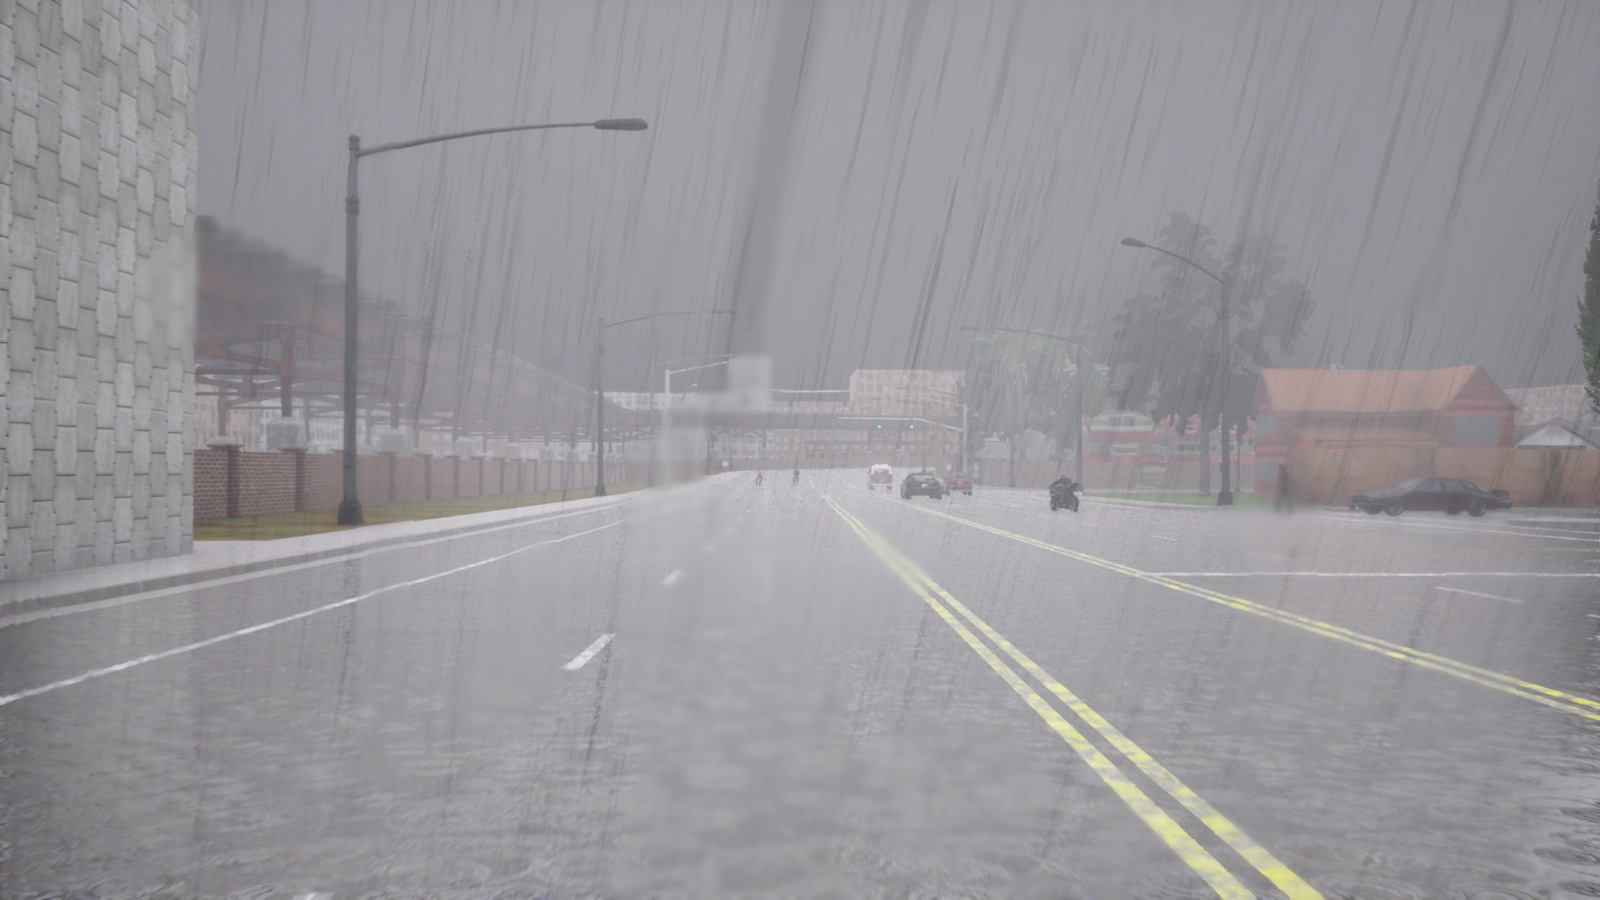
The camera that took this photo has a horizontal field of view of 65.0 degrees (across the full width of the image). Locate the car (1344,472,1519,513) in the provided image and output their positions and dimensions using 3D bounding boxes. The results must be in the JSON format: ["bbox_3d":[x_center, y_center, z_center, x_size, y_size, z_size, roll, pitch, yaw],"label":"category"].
[{"bbox_3d":[23.002,1.538,45.887,5.357,1.411,2.033,0,-1,-1],"label":"car"}]

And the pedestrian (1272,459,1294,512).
[{"bbox_3d":[17.625,1.303,45.864,0.395,1.930,0.692,0,-1,-17],"label":"pedestrian"}]

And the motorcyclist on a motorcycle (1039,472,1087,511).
[{"bbox_3d":[10.472,1.646,50.074,0.866,1.530,2.191,2,-1,-17],"label":"motorcyclist on a motorcycle"}]

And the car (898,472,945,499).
[{"bbox_3d":[6.819,1.975,70.950,2.163,1.488,4.792,0,-1,0],"label":"car"}]

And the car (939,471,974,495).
[{"bbox_3d":[10.289,2.137,82.732,1.789,1.549,3.705,0,-1,0],"label":"car"}]
